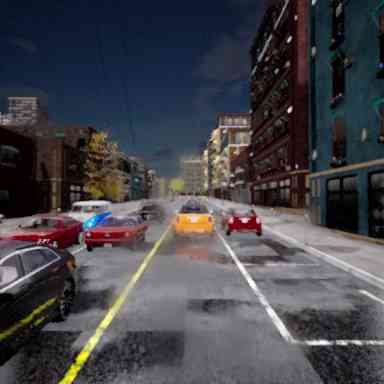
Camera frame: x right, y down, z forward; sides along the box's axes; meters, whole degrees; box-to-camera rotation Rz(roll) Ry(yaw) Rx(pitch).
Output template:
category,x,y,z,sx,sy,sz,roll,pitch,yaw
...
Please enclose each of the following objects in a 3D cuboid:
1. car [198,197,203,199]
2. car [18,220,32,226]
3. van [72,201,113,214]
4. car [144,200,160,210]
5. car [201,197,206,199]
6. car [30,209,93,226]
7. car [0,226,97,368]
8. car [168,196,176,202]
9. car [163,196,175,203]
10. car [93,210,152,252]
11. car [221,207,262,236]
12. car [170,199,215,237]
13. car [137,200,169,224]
category,x,y,z,sx,sy,sz,roll,pitch,yaw
car,0.102,1.746,42.228,2.033,1.411,5.357,0,0,0
car,-5.753,1.581,7.542,1.887,1.381,4.507,1,0,0
van,-5.671,1.430,18.912,1.690,1.788,3.998,1,0,0
car,-5.674,1.806,47.344,1.802,1.307,4.206,1,0,0
car,2.708,1.915,81.694,1.752,1.417,4.829,1,0,0
car,-5.676,1.607,13.224,1.887,1.381,4.507,1,0,0
car,-3.093,1.513,4.462,2.128,1.511,4.902,0,0,0
car,-5.669,1.885,92.837,1.967,1.590,4.097,1,0,0
car,-5.670,1.801,75.777,1.967,1.590,4.097,1,0,0
car,-3.095,1.669,14.448,1.895,1.301,4.718,0,0,0
car,2.706,1.529,18.972,1.967,1.590,4.097,1,0,0
car,0.101,1.439,18.598,2.097,1.767,4.553,0,0,0
car,-3.086,1.627,26.129,1.837,1.490,4.892,0,0,0
